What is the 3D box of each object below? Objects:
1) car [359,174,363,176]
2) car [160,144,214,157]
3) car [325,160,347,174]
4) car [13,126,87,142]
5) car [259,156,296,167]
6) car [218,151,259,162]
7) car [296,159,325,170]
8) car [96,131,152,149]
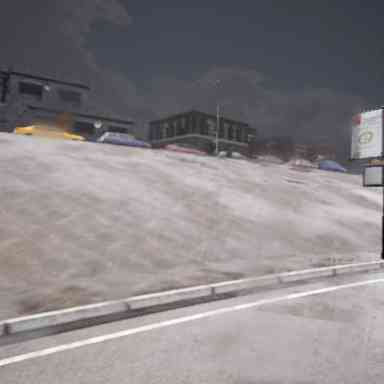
[{"bbox_3d":[26.295,-1.973,49.487,4.674,1.452,2.002,4,-2,-39],"label":"car"},{"bbox_3d":[-0.643,-3.502,30.126,4.792,1.488,2.163,3,-1,-32],"label":"car"},{"bbox_3d":[17.638,-2.845,42.674,5.566,2.045,2.435,3,-1,-36],"label":"car"},{"bbox_3d":[-10.292,-3.977,24.358,5.008,1.535,2.097,3,-1,-29],"label":"car"},{"bbox_3d":[8.502,-3.097,36.118,4.892,1.521,2.231,3,-1,-34],"label":"car"},{"bbox_3d":[4.002,-3.273,33.099,4.674,1.452,2.002,3,-1,-33],"label":"car"},{"bbox_3d":[13.111,-2.982,39.362,4.553,1.767,2.185,3,-1,-35],"label":"car"},{"bbox_3d":[-5.516,-3.884,27.135,4.553,1.767,2.185,3,-1,-30],"label":"car"}]
